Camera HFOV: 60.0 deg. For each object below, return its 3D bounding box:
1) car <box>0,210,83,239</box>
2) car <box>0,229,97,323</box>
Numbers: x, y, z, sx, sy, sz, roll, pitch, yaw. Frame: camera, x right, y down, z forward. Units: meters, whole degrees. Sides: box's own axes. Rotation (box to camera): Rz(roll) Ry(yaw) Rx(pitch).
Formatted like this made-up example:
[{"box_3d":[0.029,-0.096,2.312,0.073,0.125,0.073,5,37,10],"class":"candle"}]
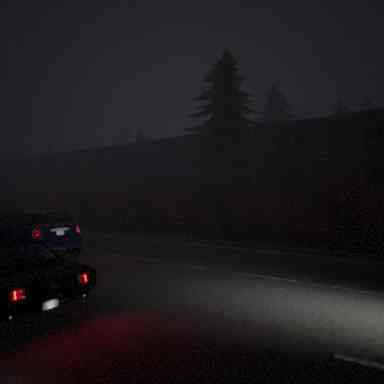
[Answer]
[{"box_3d":[-6.312,1.467,12.801,4.553,1.767,2.097,-1,0,35],"class":"car"},{"box_3d":[-4.241,1.669,7.020,4.718,1.301,1.895,-1,0,36],"class":"car"}]
